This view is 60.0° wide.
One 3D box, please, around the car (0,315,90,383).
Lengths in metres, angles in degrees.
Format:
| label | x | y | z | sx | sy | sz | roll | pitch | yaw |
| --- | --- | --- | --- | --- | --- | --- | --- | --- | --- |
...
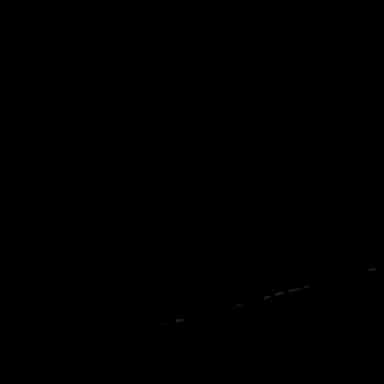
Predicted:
| label | x | y | z | sx | sy | sz | roll | pitch | yaw |
| --- | --- | --- | --- | --- | --- | --- | --- | --- | --- |
| car | -3.104 | 1.594 | 1.774 | 4.718 | 1.301 | 1.895 | 0 | 0 | -35 |
